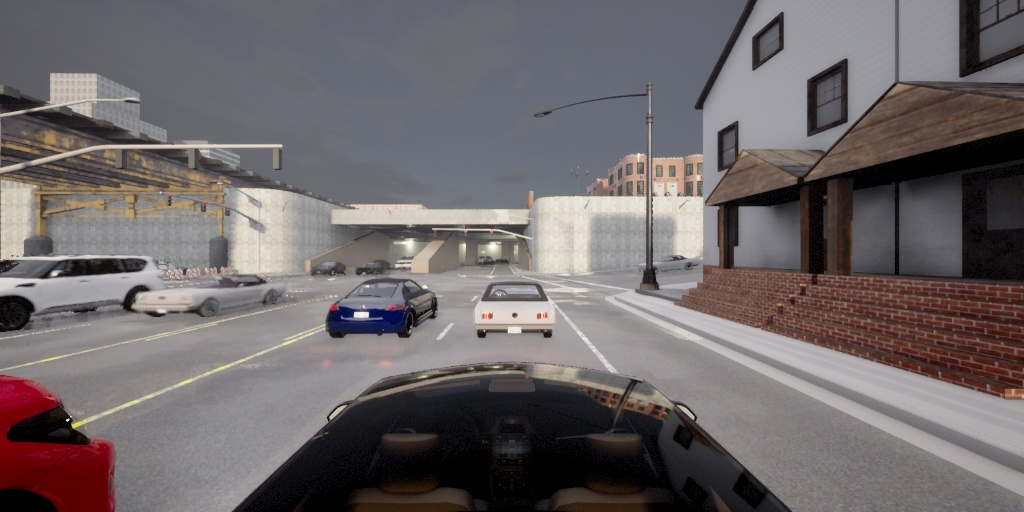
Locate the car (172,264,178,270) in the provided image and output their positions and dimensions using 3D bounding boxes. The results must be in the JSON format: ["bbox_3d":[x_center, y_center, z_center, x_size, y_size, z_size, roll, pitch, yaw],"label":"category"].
[{"bbox_3d":[-14.067,0.971,11.044,2.150,2.045,5.566,0,0,1],"label":"car"}]

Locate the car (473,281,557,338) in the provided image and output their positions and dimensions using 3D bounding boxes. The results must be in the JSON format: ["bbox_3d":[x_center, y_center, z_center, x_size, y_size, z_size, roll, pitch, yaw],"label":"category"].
[{"bbox_3d":[0.071,1.351,10.156,1.895,1.301,4.718,0,0,0],"label":"car"}]

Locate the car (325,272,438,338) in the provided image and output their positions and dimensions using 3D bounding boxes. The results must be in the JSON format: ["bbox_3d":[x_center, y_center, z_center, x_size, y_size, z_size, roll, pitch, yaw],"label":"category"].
[{"bbox_3d":[-3.431,1.314,10.201,1.994,1.385,4.181,0,0,0],"label":"car"}]

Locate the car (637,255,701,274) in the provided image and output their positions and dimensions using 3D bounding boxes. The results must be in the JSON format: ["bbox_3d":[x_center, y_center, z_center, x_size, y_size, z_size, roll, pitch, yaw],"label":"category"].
[{"bbox_3d":[13.056,0.665,30.135,4.718,1.301,1.895,-7,0,0],"label":"car"}]

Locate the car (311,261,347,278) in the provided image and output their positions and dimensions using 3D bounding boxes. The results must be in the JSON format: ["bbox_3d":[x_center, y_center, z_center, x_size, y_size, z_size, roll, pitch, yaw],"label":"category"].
[{"bbox_3d":[-17.713,1.227,34.916,1.882,1.535,5.008,0,0,-6],"label":"car"}]

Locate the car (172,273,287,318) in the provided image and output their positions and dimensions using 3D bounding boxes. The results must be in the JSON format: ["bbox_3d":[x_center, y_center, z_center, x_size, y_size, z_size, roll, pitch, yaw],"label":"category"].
[{"bbox_3d":[-10.551,1.350,13.025,1.895,1.301,4.718,0,0,1],"label":"car"}]

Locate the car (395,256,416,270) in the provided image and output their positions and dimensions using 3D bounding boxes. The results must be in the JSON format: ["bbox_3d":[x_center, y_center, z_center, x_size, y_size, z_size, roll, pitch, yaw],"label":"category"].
[{"bbox_3d":[-14.968,0.973,51.351,2.150,2.045,5.566,0,0,-2],"label":"car"}]

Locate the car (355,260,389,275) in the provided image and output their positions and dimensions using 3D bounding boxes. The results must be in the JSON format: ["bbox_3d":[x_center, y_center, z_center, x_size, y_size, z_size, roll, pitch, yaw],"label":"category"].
[{"bbox_3d":[-14.381,1.351,36.567,1.895,1.301,4.718,0,0,-5],"label":"car"}]

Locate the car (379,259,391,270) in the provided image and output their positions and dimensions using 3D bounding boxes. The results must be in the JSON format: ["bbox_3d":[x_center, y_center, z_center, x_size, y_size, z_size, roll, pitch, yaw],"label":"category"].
[{"bbox_3d":[-18.441,1.227,50.027,1.882,1.535,5.008,0,0,-1],"label":"car"}]
